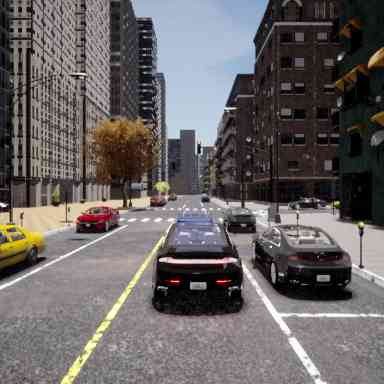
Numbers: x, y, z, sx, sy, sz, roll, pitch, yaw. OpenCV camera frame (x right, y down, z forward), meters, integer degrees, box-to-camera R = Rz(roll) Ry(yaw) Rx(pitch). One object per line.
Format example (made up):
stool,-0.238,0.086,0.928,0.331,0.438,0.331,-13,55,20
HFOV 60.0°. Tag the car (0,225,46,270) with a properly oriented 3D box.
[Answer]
car,-5.649,1.526,8.943,1.752,1.417,4.829,0,0,0

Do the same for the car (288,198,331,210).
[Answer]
car,13.620,1.359,39.489,4.403,1.369,2.008,-1,1,0

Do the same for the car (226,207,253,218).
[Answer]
car,2.787,1.555,20.137,2.008,1.369,4.403,0,0,0

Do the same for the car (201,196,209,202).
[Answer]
car,3.088,1.599,80.308,1.752,1.417,4.829,0,0,0

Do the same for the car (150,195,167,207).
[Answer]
car,-5.432,1.349,52.567,2.192,1.841,5.009,0,0,0

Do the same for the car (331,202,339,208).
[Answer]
car,19.017,1.259,39.516,4.829,1.417,1.752,-1,1,0

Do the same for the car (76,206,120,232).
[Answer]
car,-5.593,1.549,20.179,1.887,1.381,4.507,0,0,0

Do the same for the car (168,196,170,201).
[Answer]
car,-5.404,1.607,58.089,1.947,1.339,4.313,0,0,0

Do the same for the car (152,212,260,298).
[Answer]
car,0.130,1.492,8.473,2.128,1.511,4.902,0,0,0

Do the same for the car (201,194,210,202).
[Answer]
car,3.059,1.630,74.615,1.947,1.339,4.313,0,0,0

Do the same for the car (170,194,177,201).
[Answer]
car,-5.266,1.650,85.704,1.947,1.339,4.313,0,0,0

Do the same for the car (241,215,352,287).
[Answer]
car,2.732,1.552,9.071,2.008,1.369,4.403,0,0,0

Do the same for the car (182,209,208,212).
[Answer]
car,0.167,1.605,18.591,1.895,1.301,4.718,0,0,1

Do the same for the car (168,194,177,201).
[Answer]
car,-5.239,1.410,91.226,2.192,1.841,5.009,0,0,0

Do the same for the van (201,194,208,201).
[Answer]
van,3.114,1.425,85.662,1.690,1.788,3.998,0,0,0
